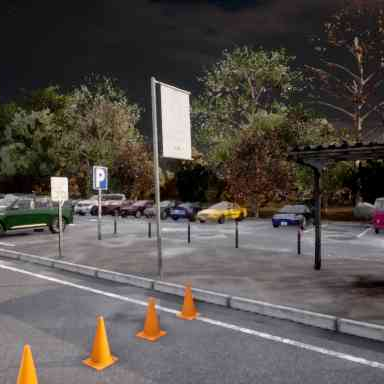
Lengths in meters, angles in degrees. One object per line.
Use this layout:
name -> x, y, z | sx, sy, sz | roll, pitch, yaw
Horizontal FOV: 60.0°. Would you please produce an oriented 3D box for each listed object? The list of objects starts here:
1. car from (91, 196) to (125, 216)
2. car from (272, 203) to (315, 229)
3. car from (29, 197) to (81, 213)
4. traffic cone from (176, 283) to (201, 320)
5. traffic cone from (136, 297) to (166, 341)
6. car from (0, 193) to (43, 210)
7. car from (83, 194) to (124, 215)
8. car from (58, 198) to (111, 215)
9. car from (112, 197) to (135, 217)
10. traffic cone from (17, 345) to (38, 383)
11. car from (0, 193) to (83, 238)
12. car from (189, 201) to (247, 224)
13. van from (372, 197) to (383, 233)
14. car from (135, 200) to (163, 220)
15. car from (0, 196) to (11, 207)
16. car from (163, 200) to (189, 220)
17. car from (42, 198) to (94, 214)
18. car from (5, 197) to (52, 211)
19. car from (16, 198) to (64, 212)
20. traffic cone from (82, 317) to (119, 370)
car -> -6.642, 1.466, 31.721 | 2.097, 1.535, 5.008 | 0, 0, 35
car -> 6.965, 1.513, 22.119 | 2.163, 1.488, 4.792 | 0, 0, 35
car -> -15.626, 1.444, 38.252 | 1.946, 1.575, 5.366 | 0, 0, 35
traffic cone -> -0.062, 1.957, 6.049 | 0.340, 0.580, 0.340 | 0, 0, 36
traffic cone -> -0.637, 1.957, 5.233 | 0.340, 0.580, 0.340 | 0, 0, 35
car -> -22.563, 1.153, 42.866 | 2.435, 2.045, 5.566 | 0, 0, 35
car -> -8.933, 1.212, 33.289 | 2.435, 2.045, 5.566 | 0, 0, 35
car -> -11.190, 1.461, 34.903 | 2.231, 1.521, 4.892 | 0, 0, 35
car -> -4.371, 1.469, 30.126 | 2.097, 1.535, 5.008 | 0, 0, 35
traffic cone -> -1.787, 1.957, 3.600 | 0.340, 0.580, 0.340 | 0, 0, 35
car -> -8.926, 1.221, 17.300 | 2.435, 2.045, 5.566 | 0, 0, 35
car -> 2.332, 1.475, 25.183 | 1.946, 1.575, 5.366 | 0, 0, 35
van -> 11.591, 1.264, 19.047 | 1.878, 1.987, 4.442 | 0, 0, 35
car -> -2.099, 1.473, 28.531 | 2.231, 1.521, 4.892 | 0, 0, 35
car -> -29.255, 1.332, 47.830 | 1.946, 1.575, 5.366 | 1, 0, 35
car -> 0.185, 1.504, 26.954 | 2.163, 1.488, 4.792 | 0, 0, 35
car -> -13.463, 1.455, 36.500 | 2.097, 1.535, 5.008 | 0, 0, 35
car -> -20.261, 1.452, 41.318 | 2.163, 1.488, 4.792 | 0, 0, 35
car -> -18.017, 1.469, 39.671 | 2.163, 1.488, 4.792 | 0, 0, 35
traffic cone -> -1.212, 1.957, 4.417 | 0.340, 0.580, 0.340 | 0, 0, 35
